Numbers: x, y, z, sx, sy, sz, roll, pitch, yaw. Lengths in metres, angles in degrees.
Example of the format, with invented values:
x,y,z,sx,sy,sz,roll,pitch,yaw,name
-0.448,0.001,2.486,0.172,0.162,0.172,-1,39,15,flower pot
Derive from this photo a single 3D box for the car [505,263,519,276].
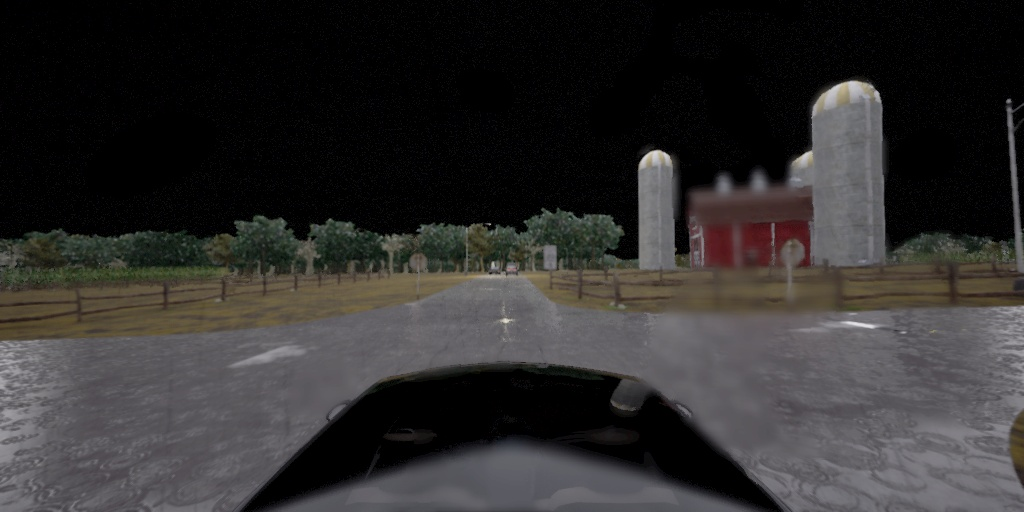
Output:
x,y,z,sx,sy,sz,roll,pitch,yaw,name
-0.014,2.214,53.497,2.128,1.511,4.902,0,-1,0,car

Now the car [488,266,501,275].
x,y,z,sx,sy,sz,roll,pitch,yaw,name
-2.765,2.397,58.506,2.033,1.411,5.357,0,-1,0,car
